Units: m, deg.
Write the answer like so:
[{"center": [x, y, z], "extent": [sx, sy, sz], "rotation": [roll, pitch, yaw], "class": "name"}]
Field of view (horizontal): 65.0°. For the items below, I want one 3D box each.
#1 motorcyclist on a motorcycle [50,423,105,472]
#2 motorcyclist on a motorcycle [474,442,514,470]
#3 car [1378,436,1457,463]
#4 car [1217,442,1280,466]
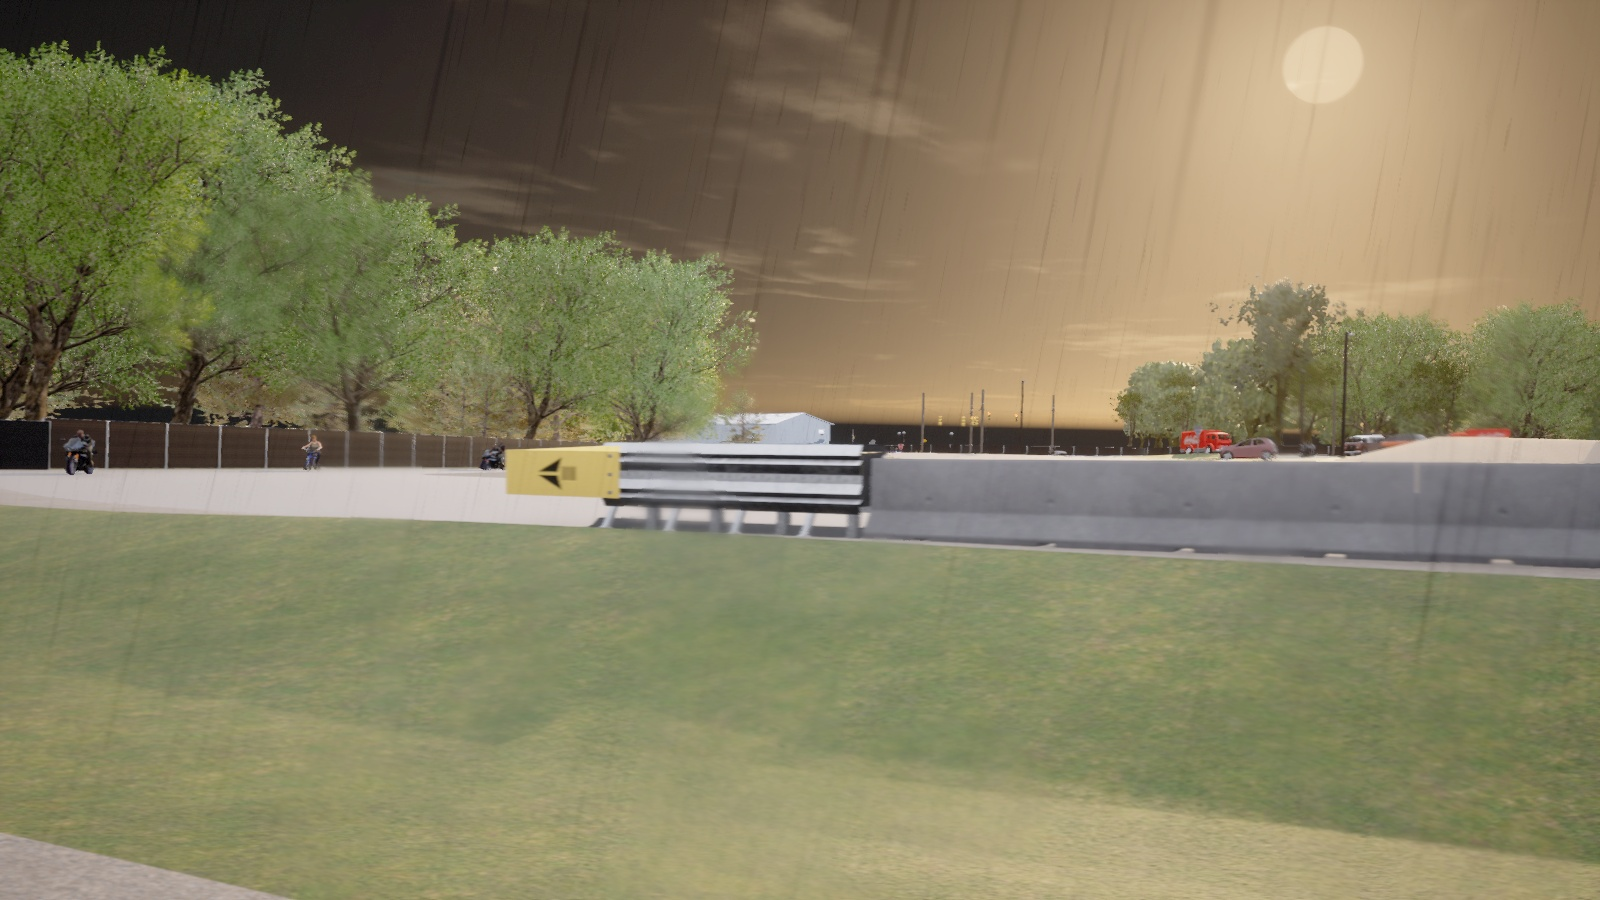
[{"center": [-23.759, -0.071, 41.366], "extent": [0.866, 1.530, 2.191], "rotation": [2, 0, -11], "class": "motorcyclist on a motorcycle"}, {"center": [-17.341, 0.346, 71.142], "extent": [0.866, 1.530, 2.191], "rotation": [2, 0, 31], "class": "motorcyclist on a motorcycle"}, {"center": [43.794, -0.008, 89.158], "extent": [2.097, 1.767, 4.553], "rotation": [1, -3, -31], "class": "car"}, {"center": [29.592, 0.267, 82.906], "extent": [3.633, 1.501, 1.845], "rotation": [-1, -1, 31], "class": "car"}]
